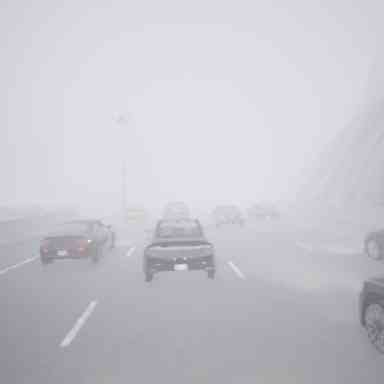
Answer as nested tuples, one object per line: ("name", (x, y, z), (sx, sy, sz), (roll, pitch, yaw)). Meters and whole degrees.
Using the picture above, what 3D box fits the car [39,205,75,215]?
("car", (-15.366, 2.227, 38.493), (1.895, 1.301, 4.718), (-1, 0, 2))

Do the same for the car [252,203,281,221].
("car", (5.727, 1.583, 27.202), (1.895, 1.301, 4.718), (-1, 0, -1))

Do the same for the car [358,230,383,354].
("car", (3.525, 1.418, 3.112), (2.128, 1.511, 4.902), (-1, 0, -3))

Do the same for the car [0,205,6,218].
("car", (-22.362, 2.298, 38.750), (1.812, 1.442, 4.674), (-1, 0, 2))

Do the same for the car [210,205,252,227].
("car", (2.364, 1.594, 22.984), (2.033, 1.411, 5.357), (-1, 0, -3))

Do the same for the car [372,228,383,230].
("car", (6.669, 1.381, 9.033), (1.837, 1.490, 4.892), (-1, 0, -4))

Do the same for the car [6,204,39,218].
("car", (-18.866, 2.162, 38.637), (1.882, 1.535, 5.008), (-1, 0, 2))

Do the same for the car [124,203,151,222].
("car", (-4.796, 1.733, 29.635), (1.882, 1.535, 5.008), (-1, 0, -1))

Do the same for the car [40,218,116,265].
("car", (-4.063, 1.684, 12.348), (1.812, 1.442, 4.674), (-1, 0, -4))

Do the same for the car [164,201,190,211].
("car", (-1.265, 1.512, 27.974), (2.097, 1.767, 4.553), (-1, 0, -1))

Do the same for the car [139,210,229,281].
("car", (-0.408, 1.548, 10.134), (2.128, 1.511, 4.902), (-1, 0, -4))
